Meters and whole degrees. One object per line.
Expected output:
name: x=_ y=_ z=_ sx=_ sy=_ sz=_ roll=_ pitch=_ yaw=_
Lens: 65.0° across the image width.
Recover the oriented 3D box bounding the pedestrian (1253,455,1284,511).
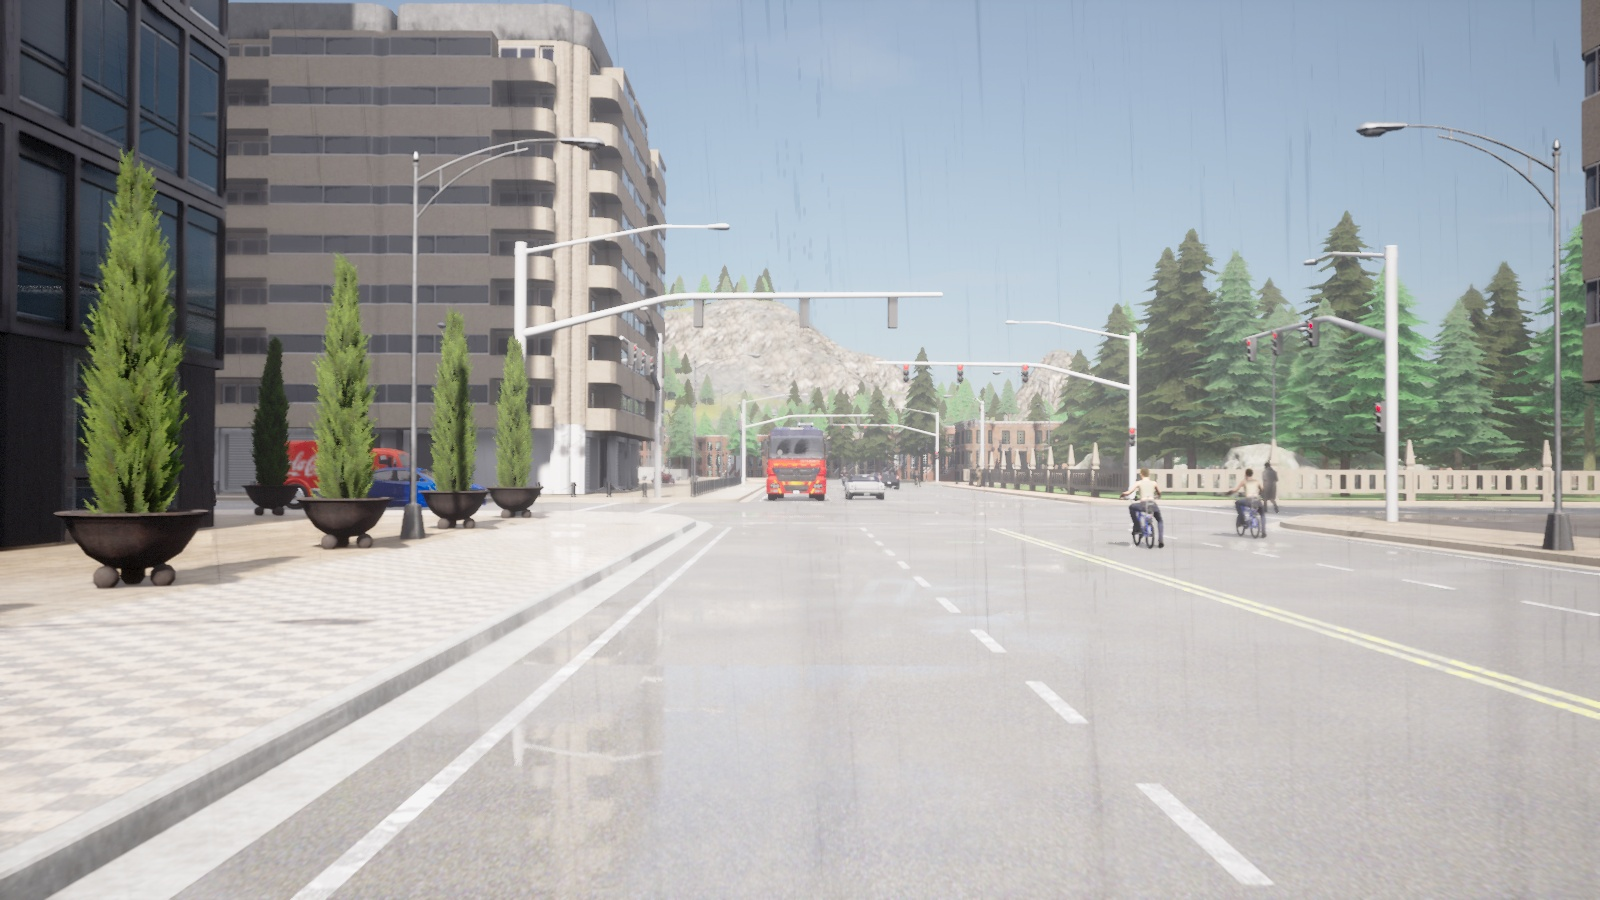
pedestrian: x=16.632 y=1.158 z=44.578 sx=0.659 sy=1.952 sz=0.873 roll=0 pitch=-1 yaw=-9

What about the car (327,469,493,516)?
car: x=-13.078 y=1.426 z=42.288 sx=5.008 sy=1.535 sz=1.882 roll=0 pitch=-1 yaw=0

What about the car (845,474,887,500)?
car: x=3.336 y=1.873 z=64.406 sx=1.895 sy=1.301 sz=4.718 roll=0 pitch=-1 yaw=0

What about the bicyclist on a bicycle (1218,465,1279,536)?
bicyclist on a bicycle: x=10.419 y=1.149 z=29.230 sx=0.866 sy=1.612 sz=1.509 roll=0 pitch=-1 yaw=0

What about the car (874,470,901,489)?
car: x=6.752 y=2.266 z=97.022 sx=1.845 sy=1.501 sz=3.633 roll=0 pitch=-1 yaw=0

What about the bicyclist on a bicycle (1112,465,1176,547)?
bicyclist on a bicycle: x=6.929 y=1.104 z=25.345 sx=0.866 sy=1.612 sz=1.509 roll=0 pitch=-1 yaw=0

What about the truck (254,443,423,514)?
truck: x=-16.734 y=1.029 z=45.805 sx=5.204 sy=2.467 sz=2.627 roll=0 pitch=-1 yaw=0

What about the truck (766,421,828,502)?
truck: x=-0.167 y=0.605 z=63.243 sx=2.891 sy=3.827 sz=8.468 roll=0 pitch=-1 yaw=0
